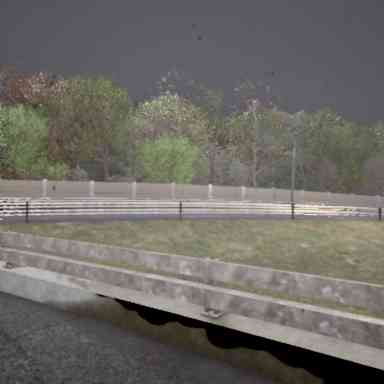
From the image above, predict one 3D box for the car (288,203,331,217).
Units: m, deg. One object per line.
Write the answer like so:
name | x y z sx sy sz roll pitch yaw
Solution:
car | 12.841 1.904 36.442 5.008 1.535 1.882 3 -1 -20
